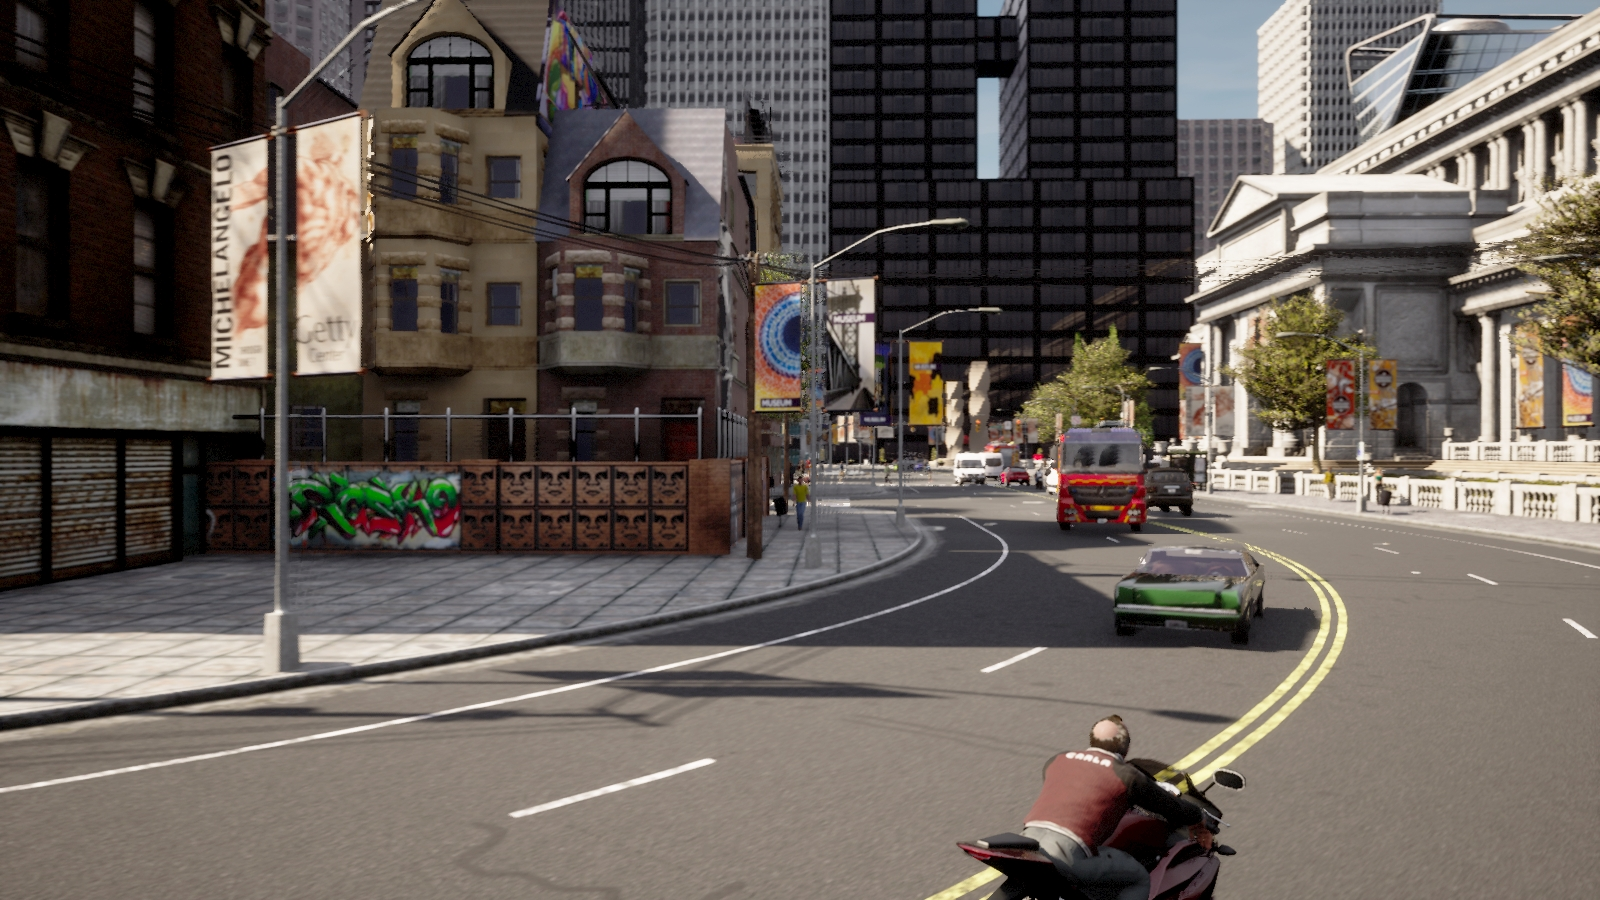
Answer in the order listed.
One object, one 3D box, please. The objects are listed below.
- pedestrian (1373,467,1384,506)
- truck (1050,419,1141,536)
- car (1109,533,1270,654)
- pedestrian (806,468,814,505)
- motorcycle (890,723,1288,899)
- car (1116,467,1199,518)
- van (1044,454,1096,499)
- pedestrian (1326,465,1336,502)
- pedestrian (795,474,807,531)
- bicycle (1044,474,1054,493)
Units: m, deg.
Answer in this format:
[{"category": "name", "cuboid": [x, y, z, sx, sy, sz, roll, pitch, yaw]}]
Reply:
[{"category": "pedestrian", "cuboid": [27.377, 1.716, 54.046, 0.375, 1.860, 0.375, 0, 0, 9]}, {"category": "truck", "cuboid": [10.713, 0.908, 41.941, 2.891, 3.827, 8.468, 0, 0, 13]}, {"category": "car", "cuboid": [6.342, 2.162, 18.246, 1.895, 1.301, 4.718, 0, 0, 26]}, {"category": "pedestrian", "cuboid": [0.505, 1.878, 58.639, 0.375, 1.860, 0.375, 0, 0, 0]}, {"category": "motorcycle", "cuboid": [1.486, 2.207, 5.538, 0.867, 1.251, 2.209, -1, -1, 45]}, {"category": "car", "cuboid": [15.704, 1.801, 50.469, 2.150, 2.045, 5.566, 0, 0, 2]}, {"category": "van", "cuboid": [16.428, 1.564, 69.699, 1.988, 2.561, 5.915, 0, 0, 2]}, {"category": "pedestrian", "cuboid": [26.957, 1.716, 58.023, 0.375, 1.860, 0.375, 0, 0, 14]}, {"category": "pedestrian", "cuboid": [0.030, 1.715, 37.666, 0.375, 1.860, 0.375, 0, 0, 2]}, {"category": "bicycle", "cuboid": [16.690, 2.243, 76.570, 0.329, 1.171, 1.835, 0, 0, 2]}]
